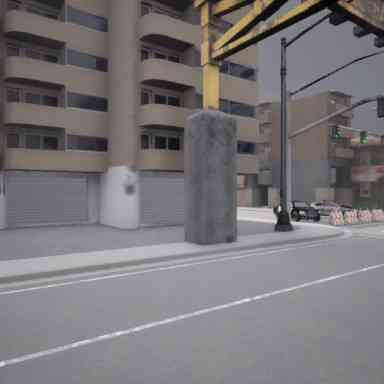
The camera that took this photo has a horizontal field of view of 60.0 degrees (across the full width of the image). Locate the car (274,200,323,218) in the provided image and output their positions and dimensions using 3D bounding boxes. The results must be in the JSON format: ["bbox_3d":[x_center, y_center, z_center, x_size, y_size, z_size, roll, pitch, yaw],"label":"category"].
[{"bbox_3d":[8.321,1.295,26.449,1.853,1.218,4.536,0,0,-10],"label":"car"}]

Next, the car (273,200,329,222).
[{"bbox_3d":[8.331,1.453,26.398,2.038,1.542,4.974,0,0,-10],"label":"car"}]

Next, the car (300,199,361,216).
[{"bbox_3d":[11.872,1.295,28.562,4.536,1.218,1.853,0,0,35],"label":"car"}]

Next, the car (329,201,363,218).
[{"bbox_3d":[11.915,1.453,28.533,4.974,1.542,2.038,0,0,35],"label":"car"}]
